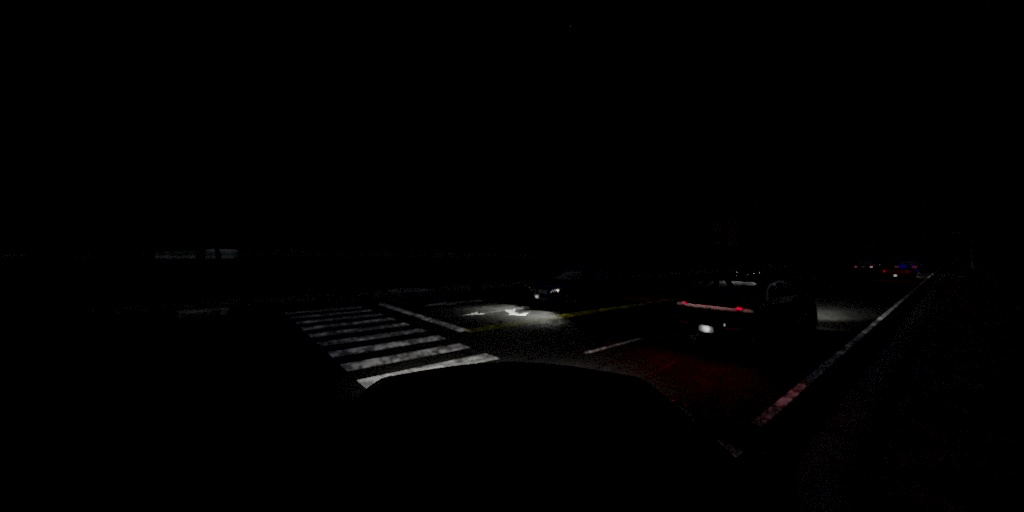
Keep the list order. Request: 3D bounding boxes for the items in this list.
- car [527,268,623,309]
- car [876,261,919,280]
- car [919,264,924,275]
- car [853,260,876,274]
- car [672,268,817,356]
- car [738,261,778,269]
[{"bbox_3d":[2.718,1.208,14.680,4.674,1.442,1.812,0,0,-39],"label":"car"},{"bbox_3d":[33.133,1.299,30.753,4.718,1.301,1.895,0,0,-39],"label":"car"},{"bbox_3d":[40.790,1.214,37.000,4.674,1.442,1.812,0,0,-39],"label":"car"},{"bbox_3d":[40.308,1.210,40.727,5.357,1.411,2.033,0,0,-39],"label":"car"},{"bbox_3d":[5.729,1.226,8.629,4.902,1.511,2.128,0,0,-39],"label":"car"},{"bbox_3d":[19.142,1.165,27.986,4.892,1.490,1.837,0,1,-39],"label":"car"}]
